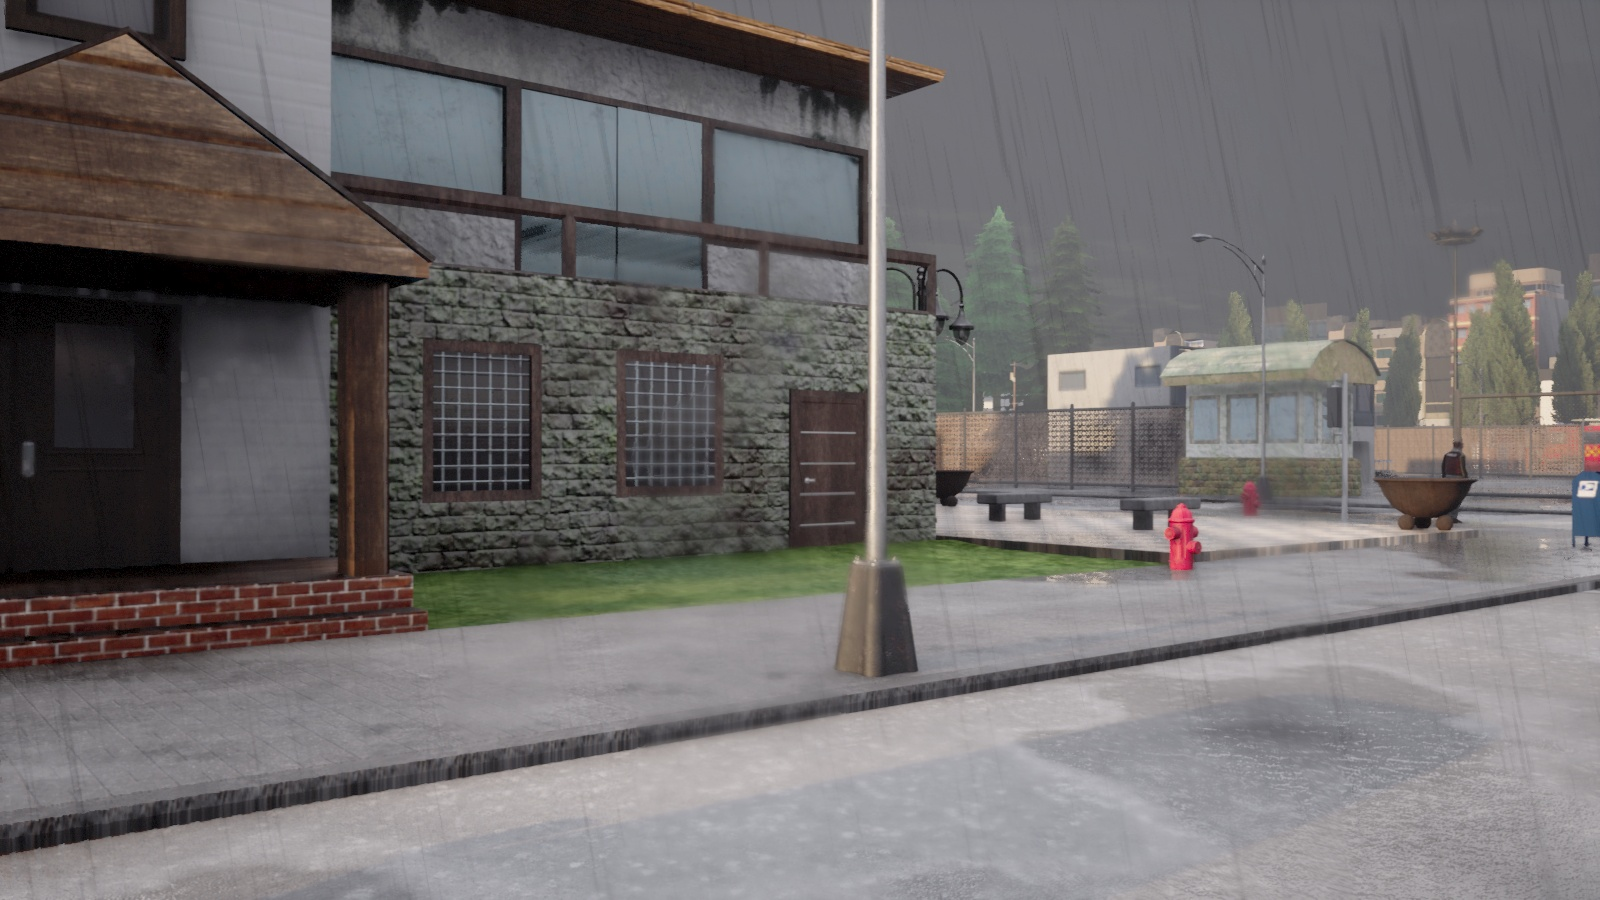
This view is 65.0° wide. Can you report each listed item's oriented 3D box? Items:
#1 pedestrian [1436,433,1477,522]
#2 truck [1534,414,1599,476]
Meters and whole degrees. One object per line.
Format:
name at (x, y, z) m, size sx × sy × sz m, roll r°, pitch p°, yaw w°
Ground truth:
pedestrian at (13.969, 0.578, 26.707) m, size 0.720 × 1.854 × 0.376 m, roll 0°, pitch 0°, yaw -19°
truck at (51.572, -0.314, 79.350) m, size 2.891 × 3.827 × 8.468 m, roll 0°, pitch 0°, yaw -39°
